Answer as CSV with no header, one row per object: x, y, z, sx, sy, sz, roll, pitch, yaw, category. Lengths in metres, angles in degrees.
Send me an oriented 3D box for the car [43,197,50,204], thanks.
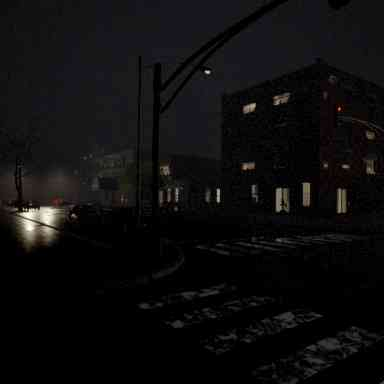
-35.243,2.138,80.120,2.192,1.841,5.009,1,-1,-35,car

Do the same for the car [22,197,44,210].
-23.218,1.890,48.189,1.752,1.417,4.829,1,-1,-35,car

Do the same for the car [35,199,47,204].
-38.512,2.401,84.792,1.752,1.417,4.829,1,-1,-35,car

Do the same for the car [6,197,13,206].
-32.602,2.080,61.715,1.947,1.339,4.313,1,-1,-35,car

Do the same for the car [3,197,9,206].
-35.772,2.130,66.250,1.947,1.339,4.313,1,-1,-35,car

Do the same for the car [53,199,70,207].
-25.733,2.113,66.515,1.967,1.590,4.097,1,-1,-35,car

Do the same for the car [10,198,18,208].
-29.613,2.011,57.428,1.887,1.381,4.507,1,-1,-35,car

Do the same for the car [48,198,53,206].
-28.903,2.305,71.049,1.802,1.307,4.206,1,-1,-35,car

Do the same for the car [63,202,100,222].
-9.083,1.729,27.852,1.802,1.307,4.206,1,-1,-35,car

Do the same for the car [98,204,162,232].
-3.925,1.615,20.475,1.887,1.381,4.507,1,-1,-35,car

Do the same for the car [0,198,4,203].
-38.942,1.929,70.787,2.192,1.841,5.009,1,-1,-35,car

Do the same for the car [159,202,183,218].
-2.633,1.761,33.704,1.967,1.590,4.097,1,-1,-35,car
